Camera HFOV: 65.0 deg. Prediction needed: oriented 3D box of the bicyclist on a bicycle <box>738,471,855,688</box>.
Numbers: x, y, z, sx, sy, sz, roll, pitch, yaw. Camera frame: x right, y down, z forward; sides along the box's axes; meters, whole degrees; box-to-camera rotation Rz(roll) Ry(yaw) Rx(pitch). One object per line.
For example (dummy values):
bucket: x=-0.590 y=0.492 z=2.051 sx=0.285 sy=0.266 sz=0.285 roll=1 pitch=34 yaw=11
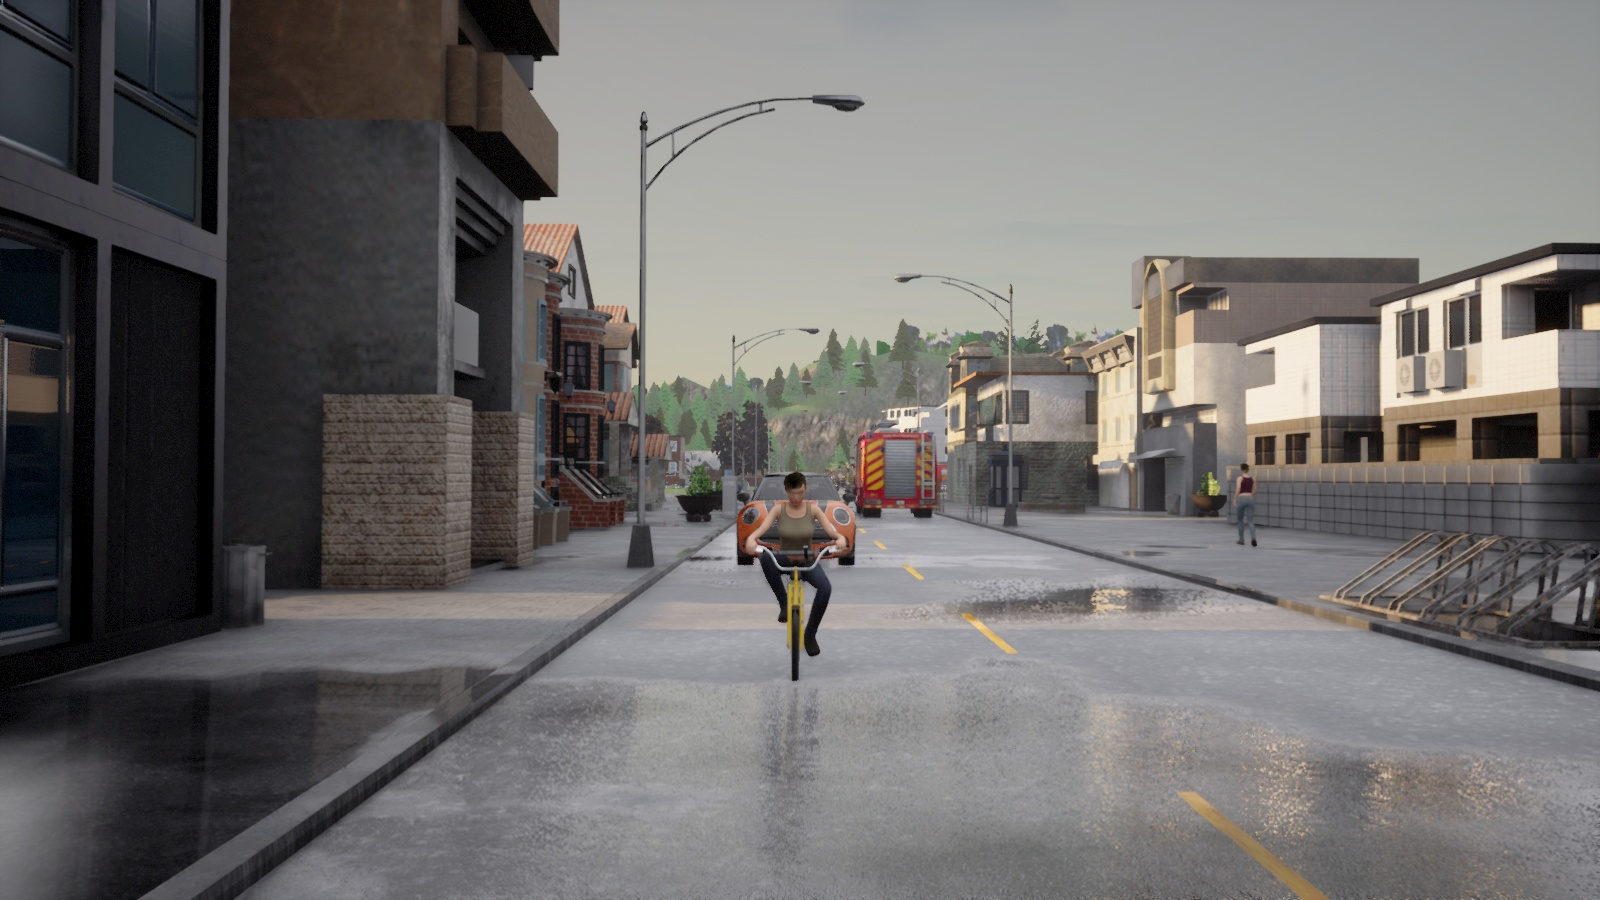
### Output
bicyclist on a bicycle: x=-0.025 y=0.980 z=10.130 sx=0.866 sy=1.612 sz=1.509 roll=0 pitch=-1 yaw=0

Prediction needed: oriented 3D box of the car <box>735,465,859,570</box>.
car: x=-0.060 y=1.193 z=23.568 sx=2.097 sy=1.767 sz=4.553 roll=0 pitch=-1 yaw=0

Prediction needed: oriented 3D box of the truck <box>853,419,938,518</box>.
truck: x=3.863 y=0.791 z=52.873 sx=2.891 sy=3.827 sz=8.468 roll=0 pitch=-1 yaw=0
